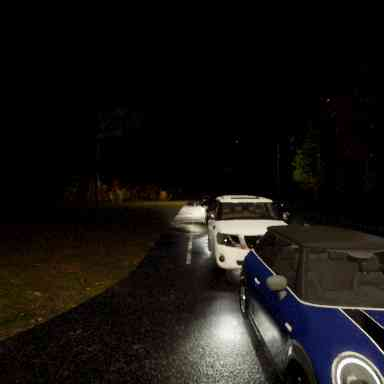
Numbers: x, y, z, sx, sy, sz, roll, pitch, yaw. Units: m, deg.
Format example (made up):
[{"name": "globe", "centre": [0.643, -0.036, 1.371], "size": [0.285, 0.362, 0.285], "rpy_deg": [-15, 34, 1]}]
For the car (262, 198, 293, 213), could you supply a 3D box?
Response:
[{"name": "car", "centre": [8.995, 1.363, 35.532], "size": [2.033, 1.411, 5.357], "rpy_deg": [0, 0, 1]}]

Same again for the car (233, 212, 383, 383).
[{"name": "car", "centre": [1.932, 1.338, 4.208], "size": [2.097, 1.767, 4.553], "rpy_deg": [0, 0, -1]}]

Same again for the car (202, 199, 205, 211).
[{"name": "car", "centre": [1.763, 1.370, 19.559], "size": [1.882, 1.535, 5.008], "rpy_deg": [0, 0, 1]}]

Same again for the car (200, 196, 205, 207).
[{"name": "car", "centre": [2.124, 1.271, 45.079], "size": [1.837, 1.490, 4.892], "rpy_deg": [0, 0, 1]}]

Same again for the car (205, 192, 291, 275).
[{"name": "car", "centre": [1.654, 1.160, 10.552], "size": [2.150, 2.045, 5.566], "rpy_deg": [0, 0, 1]}]
